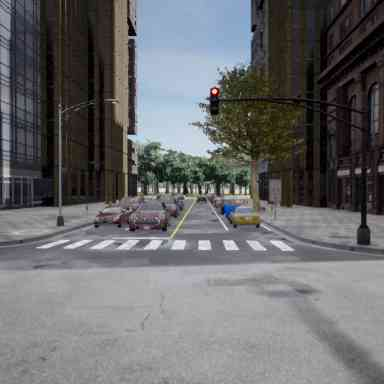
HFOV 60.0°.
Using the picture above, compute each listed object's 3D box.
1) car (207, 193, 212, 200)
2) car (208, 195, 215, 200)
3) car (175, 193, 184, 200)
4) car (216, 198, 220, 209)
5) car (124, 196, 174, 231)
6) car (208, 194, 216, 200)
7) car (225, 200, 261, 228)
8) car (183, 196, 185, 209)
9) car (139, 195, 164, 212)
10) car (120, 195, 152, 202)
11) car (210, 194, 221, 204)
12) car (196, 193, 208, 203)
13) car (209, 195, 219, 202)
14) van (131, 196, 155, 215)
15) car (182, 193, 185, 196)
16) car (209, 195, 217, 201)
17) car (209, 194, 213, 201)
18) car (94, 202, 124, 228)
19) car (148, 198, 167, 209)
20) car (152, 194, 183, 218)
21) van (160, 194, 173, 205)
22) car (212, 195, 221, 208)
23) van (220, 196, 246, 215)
[{"bbox_3d":[4.462,1.211,61.446,2.192,1.841,5.009,-1,0,2],"label":"car"},{"bbox_3d":[5.232,1.379,89.832,1.947,1.339,4.313,0,0,2],"label":"car"},{"bbox_3d":[-3.293,1.128,90.058,2.192,1.841,5.009,0,0,2],"label":"car"},{"bbox_3d":[3.696,1.531,33.061,1.947,1.339,4.313,-1,0,2],"label":"car"},{"bbox_3d":[-2.452,1.337,20.183,2.097,1.767,4.553,0,0,0],"label":"car"},{"bbox_3d":[5.082,1.355,84.324,1.752,1.417,4.829,0,0,2],"label":"car"},{"bbox_3d":[3.393,1.508,21.875,1.752,1.417,4.829,-1,0,2],"label":"car"},{"bbox_3d":[-1.960,1.552,40.264,1.895,1.301,4.718,0,0,2],"label":"car"},{"bbox_3d":[-4.675,1.269,38.961,2.192,1.841,5.009,-1,0,2],"label":"car"},{"bbox_3d":[-4.983,1.290,27.605,2.192,1.841,5.009,-1,0,2],"label":"car"},{"bbox_3d":[4.157,1.471,50.092,1.887,1.381,4.507,-1,0,2],"label":"car"},{"bbox_3d":[1.926,1.389,65.851,1.837,1.490,4.892,0,0,2],"label":"car"},{"bbox_3d":[4.771,1.415,72.800,2.008,1.369,4.403,0,0,2],"label":"car"},{"bbox_3d":[-4.828,1.306,33.283,1.690,1.788,3.998,-1,0,2],"label":"van"},{"bbox_3d":[-3.444,1.375,84.381,1.887,1.381,4.507,0,0,2],"label":"car"},{"bbox_3d":[4.925,1.429,78.478,1.802,1.307,4.206,0,0,2],"label":"car"},{"bbox_3d":[4.310,1.462,55.769,2.008,1.369,4.403,-1,0,2],"label":"car"},{"bbox_3d":[-5.133,1.565,21.927,1.802,1.307,4.206,-1,0,2],"label":"car"},{"bbox_3d":[-4.519,1.491,44.639,2.008,1.369,4.403,-1,0,2],"label":"car"},{"bbox_3d":[-2.252,1.323,29.630,2.097,1.767,4.553,0,0,2],"label":"car"},{"bbox_3d":[-4.214,1.252,55.993,1.690,1.788,3.998,0,0,2],"label":"van"},{"bbox_3d":[4.008,1.466,44.585,1.752,1.417,4.829,-1,0,2],"label":"car"},{"bbox_3d":[3.540,1.316,27.383,1.690,1.788,3.998,-1,0,2],"label":"van"}]
